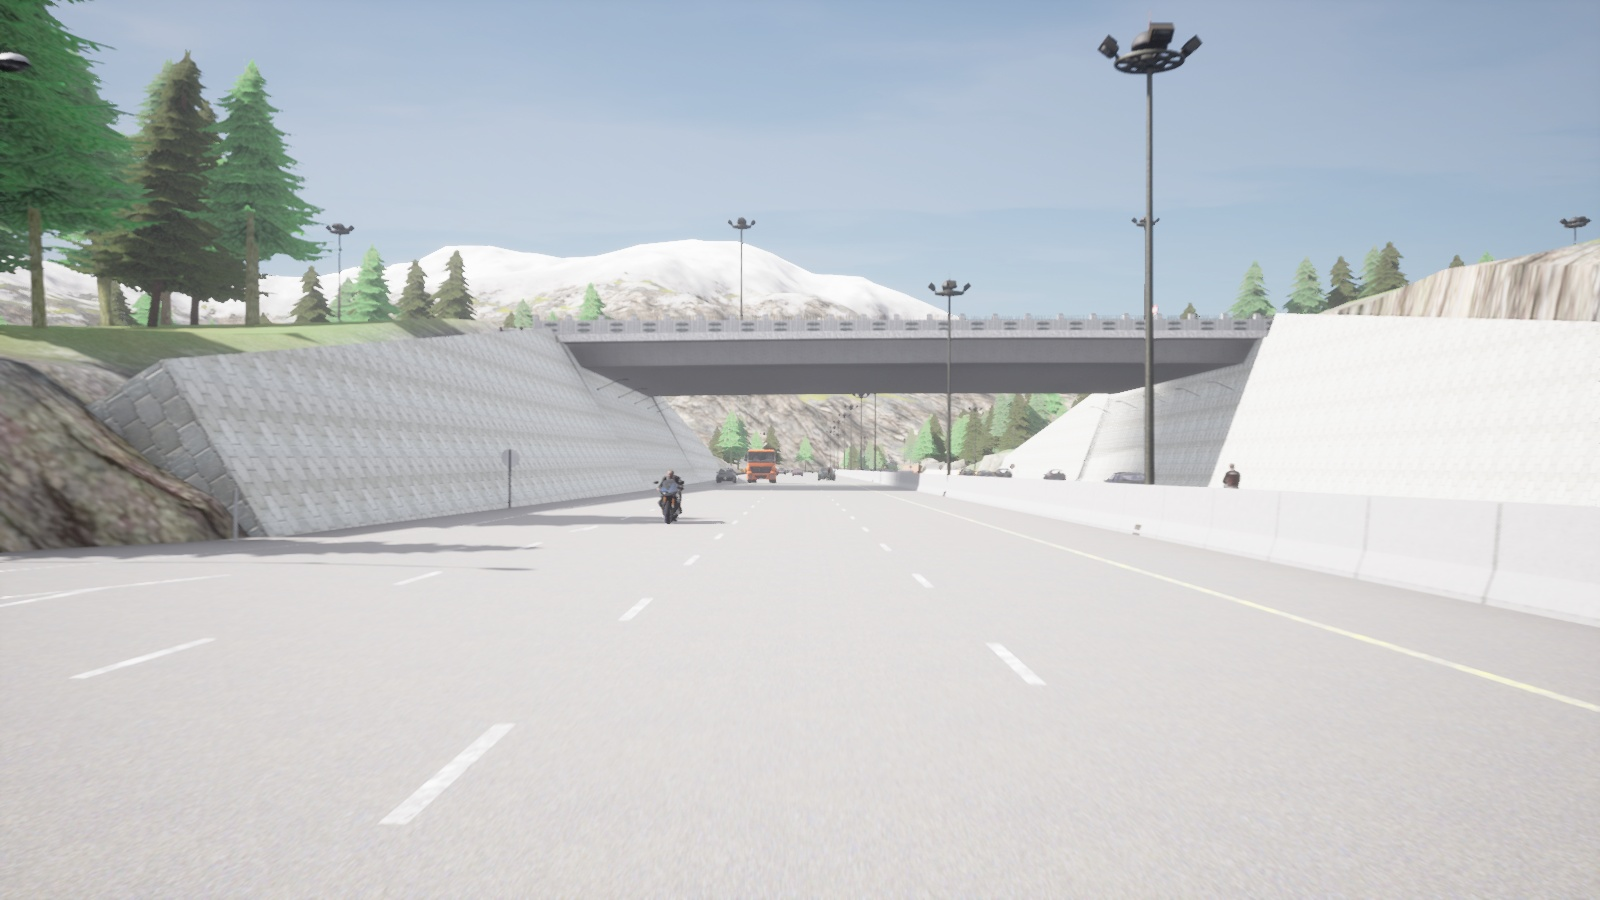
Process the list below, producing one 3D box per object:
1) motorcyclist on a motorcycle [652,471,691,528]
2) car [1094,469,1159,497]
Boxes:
[{"bbox_3d":[-3.584,1.356,35.138,0.866,1.530,2.191,0,-1,0],"label":"motorcyclist on a motorcycle"},{"bbox_3d":[17.341,1.734,66.991,2.033,1.411,5.357,0,-1,0],"label":"car"}]
